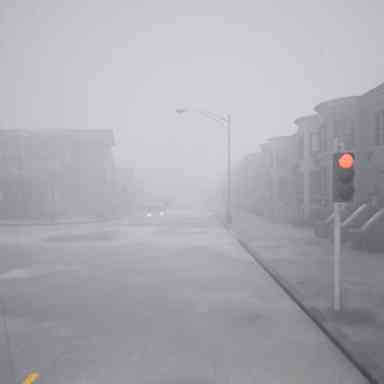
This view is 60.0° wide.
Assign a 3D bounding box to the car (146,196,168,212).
[{"bbox_3d":[-4.158,1.522,39.433,1.812,1.442,4.674,0,0,-1],"label":"car"}]

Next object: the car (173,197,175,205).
[{"bbox_3d":[-4.139,1.346,59.382,2.097,1.767,4.553,0,0,0],"label":"car"}]

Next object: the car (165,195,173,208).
[{"bbox_3d":[-4.160,1.498,48.616,1.837,1.490,4.892,0,0,0],"label":"car"}]
